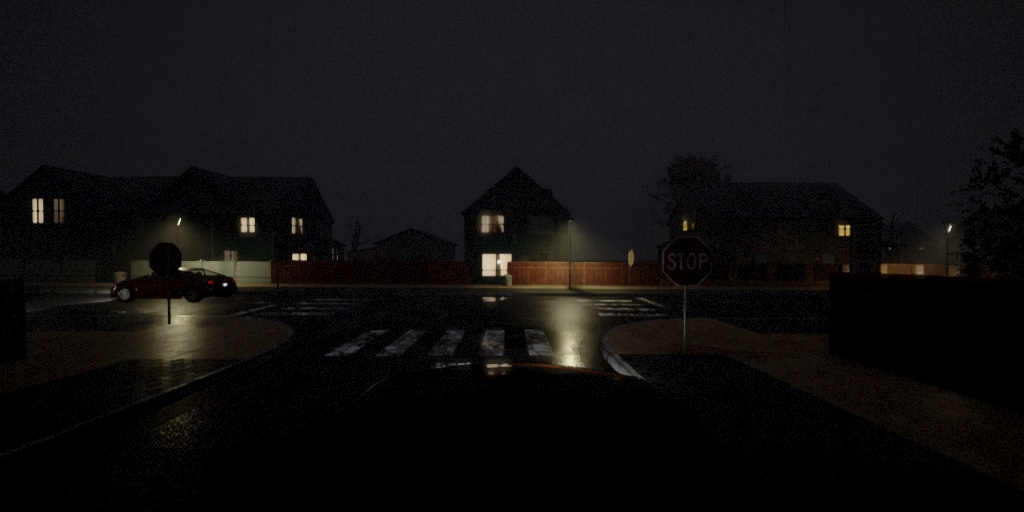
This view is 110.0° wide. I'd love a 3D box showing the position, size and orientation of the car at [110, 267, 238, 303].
[{"bbox_3d":[-14.366,1.192,15.401,4.181,1.385,1.994,0,1,-1],"label":"car"}]
